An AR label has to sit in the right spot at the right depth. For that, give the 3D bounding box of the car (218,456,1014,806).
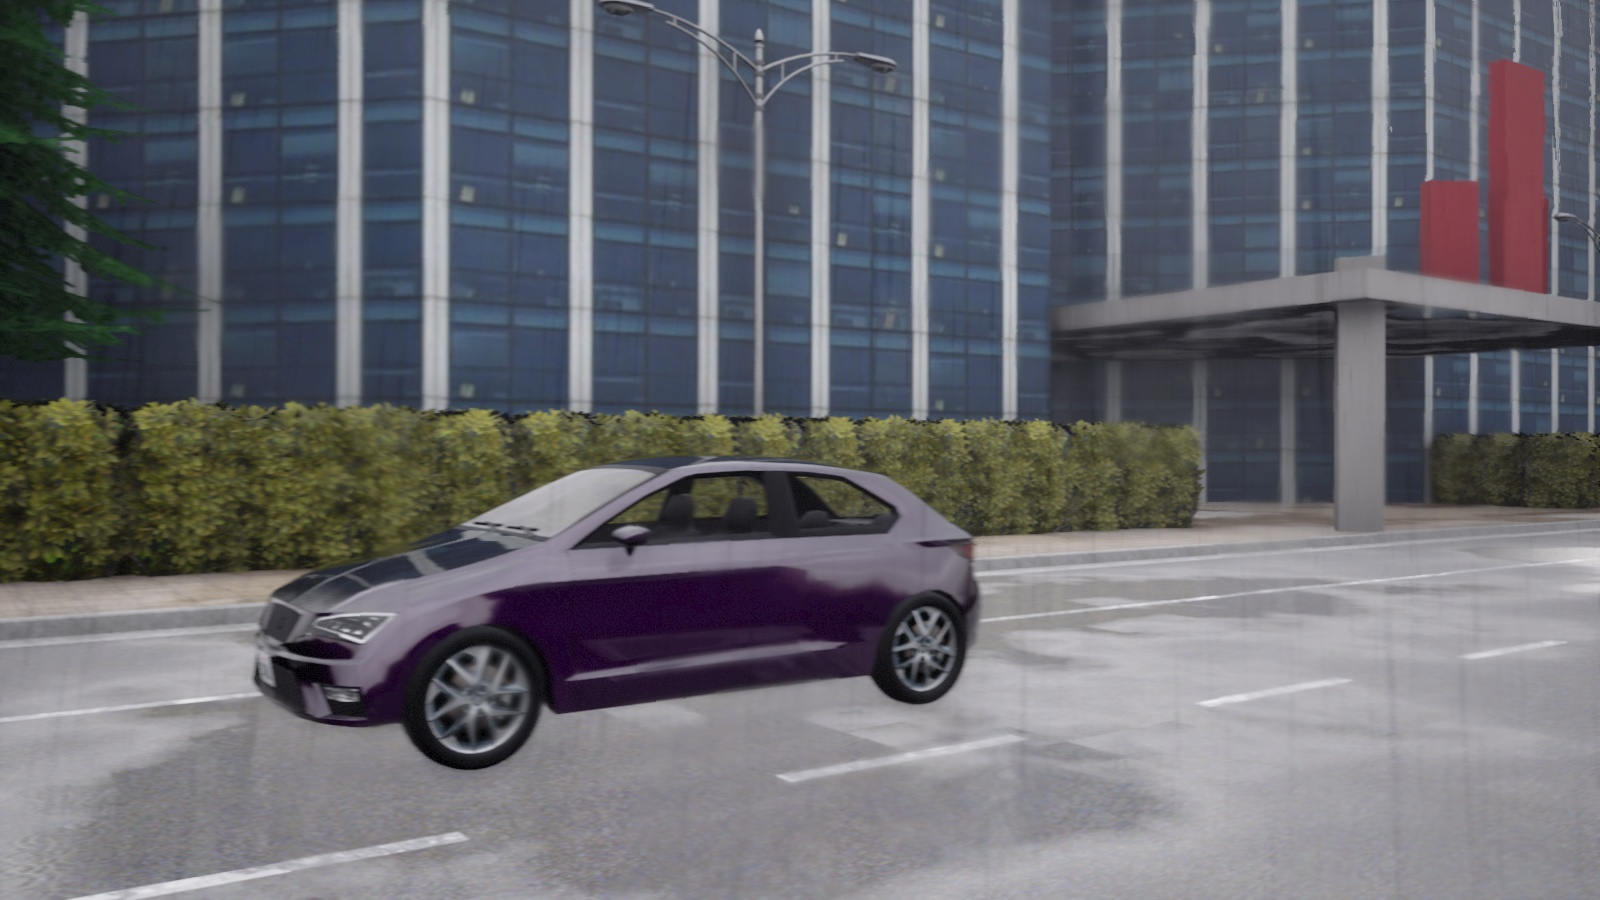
[{"bbox_3d":[-0.922,0.778,7.281,4.193,1.474,1.816,0,0,-35],"label":"car"}]
